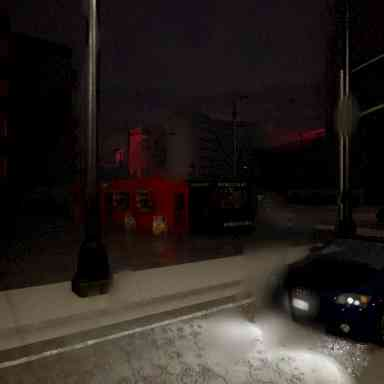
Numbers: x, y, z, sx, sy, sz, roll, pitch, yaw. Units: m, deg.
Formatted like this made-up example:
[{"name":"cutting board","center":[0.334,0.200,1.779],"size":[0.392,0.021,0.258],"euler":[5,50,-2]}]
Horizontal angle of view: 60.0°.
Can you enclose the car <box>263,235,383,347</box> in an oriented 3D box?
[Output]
[{"name":"car","center":[3.317,1.564,6.326],"size":[4.181,1.385,1.994],"euler":[0,0,-35]}]

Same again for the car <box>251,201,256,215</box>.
[{"name":"car","center":[5.121,1.759,34.476],"size":[2.033,1.411,5.357],"euler":[0,-1,-36]}]

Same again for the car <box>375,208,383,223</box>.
[{"name":"car","center":[14.582,1.550,21.400],"size":[1.837,1.490,4.892],"euler":[0,-1,-36]}]

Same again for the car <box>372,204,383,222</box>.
[{"name":"car","center":[16.267,1.622,25.124],"size":[1.994,1.385,4.181],"euler":[0,0,-37]}]

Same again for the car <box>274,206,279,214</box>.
[{"name":"car","center":[7.549,1.747,37.101],"size":[1.812,1.442,4.674],"euler":[0,-1,-36]}]
